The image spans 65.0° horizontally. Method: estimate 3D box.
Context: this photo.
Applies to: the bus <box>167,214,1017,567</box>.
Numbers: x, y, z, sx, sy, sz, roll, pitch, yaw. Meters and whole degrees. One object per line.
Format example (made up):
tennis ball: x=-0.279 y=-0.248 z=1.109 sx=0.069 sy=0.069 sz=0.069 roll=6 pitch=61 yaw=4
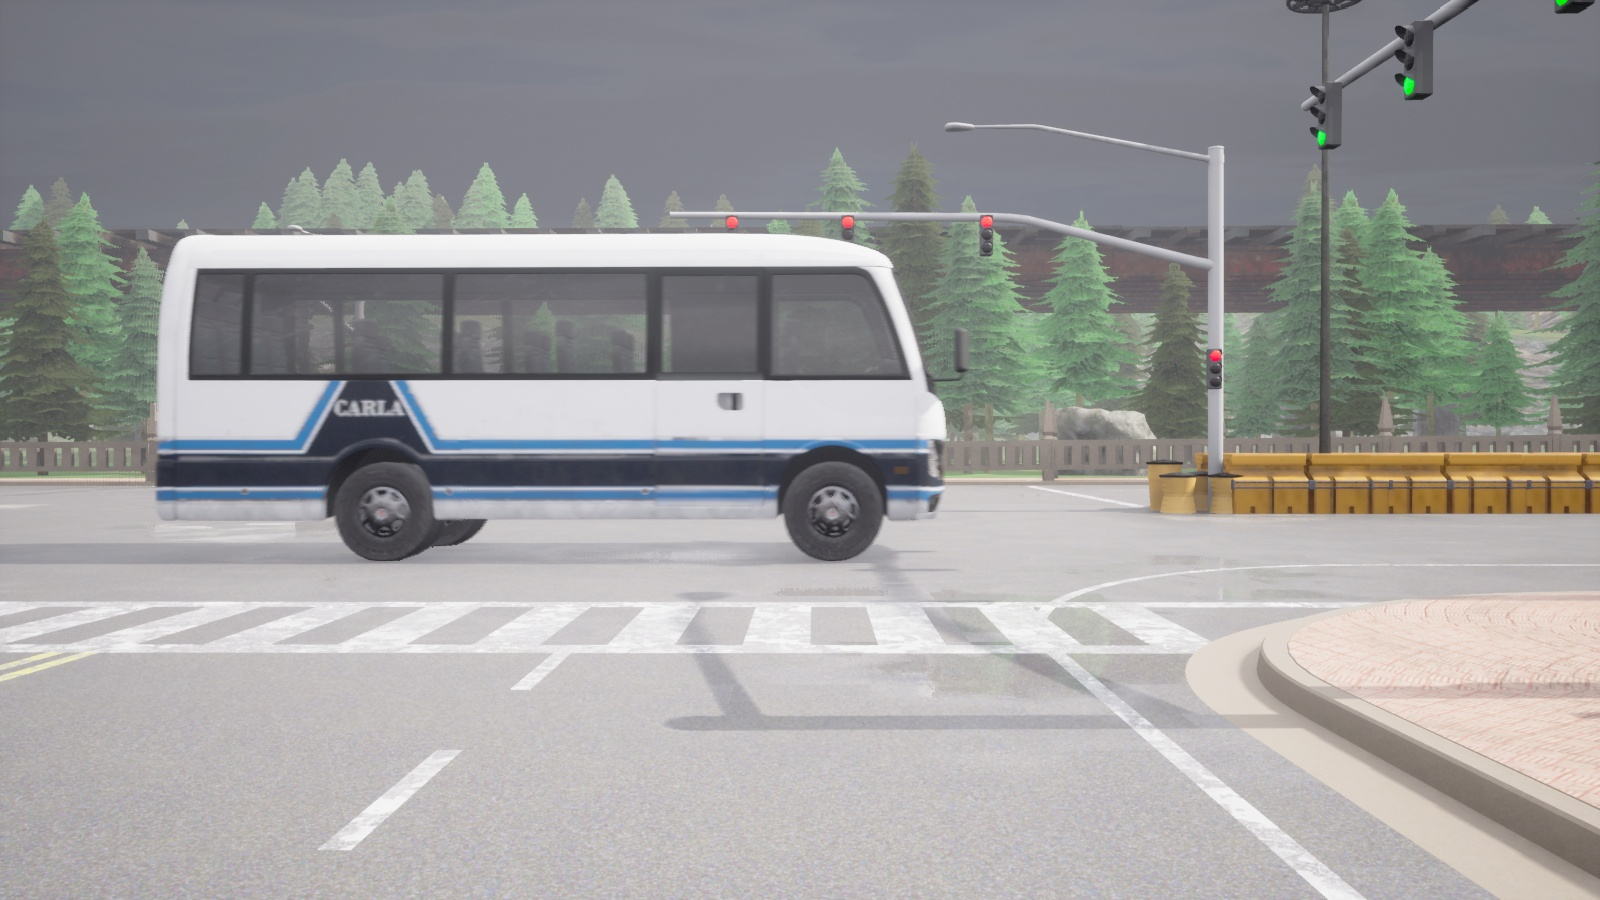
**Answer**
bus: x=-2.508 y=-0.729 z=17.124 sx=10.273 sy=4.253 sz=3.944 roll=0 pitch=0 yaw=1
